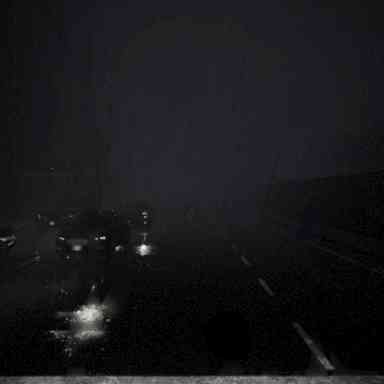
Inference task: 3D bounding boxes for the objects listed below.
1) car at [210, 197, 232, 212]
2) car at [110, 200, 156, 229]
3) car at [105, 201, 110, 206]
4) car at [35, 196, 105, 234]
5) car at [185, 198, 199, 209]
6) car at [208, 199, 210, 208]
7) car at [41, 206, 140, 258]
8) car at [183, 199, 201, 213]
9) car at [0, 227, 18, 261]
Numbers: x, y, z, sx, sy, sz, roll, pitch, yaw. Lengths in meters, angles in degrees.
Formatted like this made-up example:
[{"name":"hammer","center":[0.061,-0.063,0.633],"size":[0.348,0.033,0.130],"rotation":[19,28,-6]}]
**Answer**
[{"name":"car","center":[3.592,1.629,39.442],"size":[2.033,1.411,5.357],"rotation":[0,0,0]},{"name":"car","center":[-3.604,1.382,21.784],"size":[2.097,1.767,4.553],"rotation":[0,0,0]},{"name":"car","center":[-7.099,1.553,30.047],"size":[1.837,1.490,4.892],"rotation":[0,0,0]},{"name":"car","center":[-7.106,1.243,19.655],"size":[2.150,2.045,5.566],"rotation":[0,0,0]},{"name":"car","center":[-0.014,1.669,49.453],"size":[1.994,1.385,4.181],"rotation":[0,0,0]},{"name":"car","center":[3.487,1.460,49.875],"size":[2.097,1.767,4.553],"rotation":[0,0,0]},{"name":"car","center":[-3.601,1.498,12.903],"size":[2.128,1.511,4.902],"rotation":[0,0,0]},{"name":"car","center":[-0.013,1.582,38.974],"size":[1.837,1.490,4.892],"rotation":[0,0,0]},{"name":"car","center":[-7.102,1.542,9.466],"size":[2.033,1.411,5.357],"rotation":[0,0,0]}]
